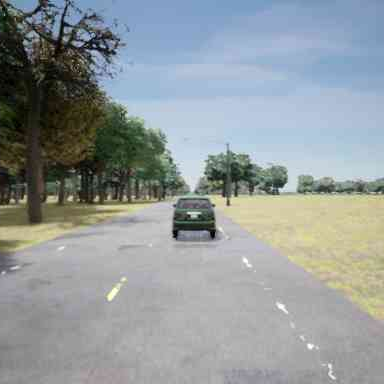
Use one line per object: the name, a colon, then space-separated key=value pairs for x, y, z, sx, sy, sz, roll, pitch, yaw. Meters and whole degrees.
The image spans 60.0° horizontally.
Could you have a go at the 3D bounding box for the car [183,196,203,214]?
car: x=0.116 y=1.390 z=36.311 sx=2.097 sy=1.767 sz=4.553 roll=0 pitch=0 yaw=0

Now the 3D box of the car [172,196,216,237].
car: x=0.120 y=1.235 z=18.115 sx=2.150 sy=2.045 sz=5.566 roll=0 pitch=0 yaw=0
